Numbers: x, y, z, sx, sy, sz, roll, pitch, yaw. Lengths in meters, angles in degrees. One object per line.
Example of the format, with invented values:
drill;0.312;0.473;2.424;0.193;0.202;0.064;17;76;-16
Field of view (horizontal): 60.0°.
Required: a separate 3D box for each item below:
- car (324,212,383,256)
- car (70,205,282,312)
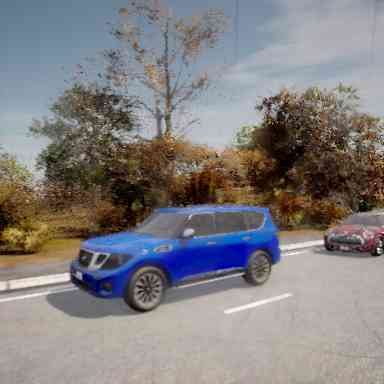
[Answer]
car;7.785;1.718;14.852;4.553;1.767;2.097;2;-2;-42
car;-0.082;1.372;8.416;5.566;2.045;2.150;1;-1;-37
